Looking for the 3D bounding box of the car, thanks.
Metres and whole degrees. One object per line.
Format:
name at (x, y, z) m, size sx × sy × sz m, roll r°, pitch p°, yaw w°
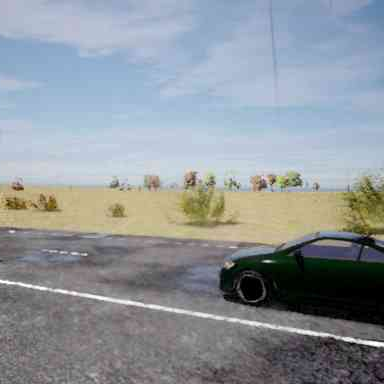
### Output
car at (2.662, 1.500, 6.707) m, size 4.181 × 1.385 × 1.994 m, roll 0°, pitch 0°, yaw 25°
